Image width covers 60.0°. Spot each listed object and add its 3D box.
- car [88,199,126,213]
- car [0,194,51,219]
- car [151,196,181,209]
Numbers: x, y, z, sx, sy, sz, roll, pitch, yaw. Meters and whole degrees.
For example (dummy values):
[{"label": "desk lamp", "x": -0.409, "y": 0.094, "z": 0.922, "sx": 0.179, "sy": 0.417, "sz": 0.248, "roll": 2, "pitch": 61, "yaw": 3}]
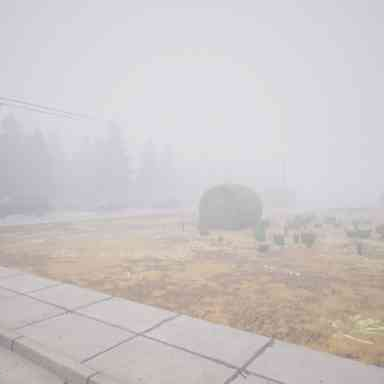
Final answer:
[{"label": "car", "x": -9.552, "y": 1.551, "z": 37.751, "sx": 1.812, "sy": 1.442, "sz": 4.674, "roll": 0, "pitch": 0, "yaw": 37}, {"label": "car", "x": -15.500, "y": 1.247, "z": 29.703, "sx": 2.150, "sy": 2.045, "sz": 5.566, "roll": 0, "pitch": 0, "yaw": 36}, {"label": "car", "x": -3.586, "y": 1.377, "z": 45.829, "sx": 2.097, "sy": 1.767, "sz": 4.553, "roll": 0, "pitch": 0, "yaw": 37}]
